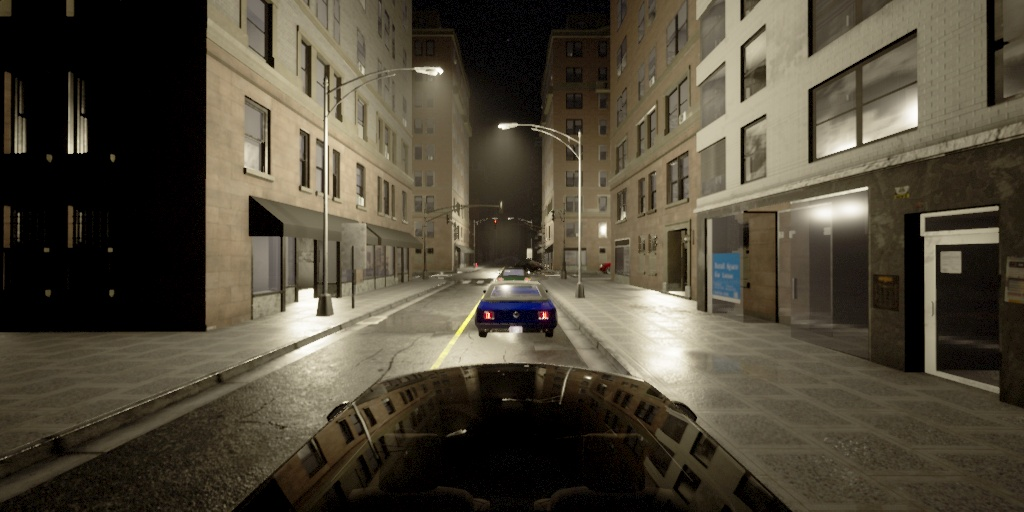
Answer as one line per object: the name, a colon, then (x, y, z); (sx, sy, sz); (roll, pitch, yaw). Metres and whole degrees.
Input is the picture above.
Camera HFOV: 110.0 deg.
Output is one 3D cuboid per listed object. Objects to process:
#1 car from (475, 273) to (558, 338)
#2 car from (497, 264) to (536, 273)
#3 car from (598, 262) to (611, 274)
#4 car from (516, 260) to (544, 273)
car: (0.099, 1.348, 10.184); (1.895, 1.301, 4.718); (0, 0, 0)
car: (0.092, 1.312, 20.073); (1.994, 1.385, 4.181); (0, 0, 0)
car: (12.255, 1.083, 39.970); (5.009, 1.841, 2.192); (0, 0, 0)
car: (1.522, 1.243, 40.926); (1.882, 1.535, 5.008); (-2, 1, -36)
